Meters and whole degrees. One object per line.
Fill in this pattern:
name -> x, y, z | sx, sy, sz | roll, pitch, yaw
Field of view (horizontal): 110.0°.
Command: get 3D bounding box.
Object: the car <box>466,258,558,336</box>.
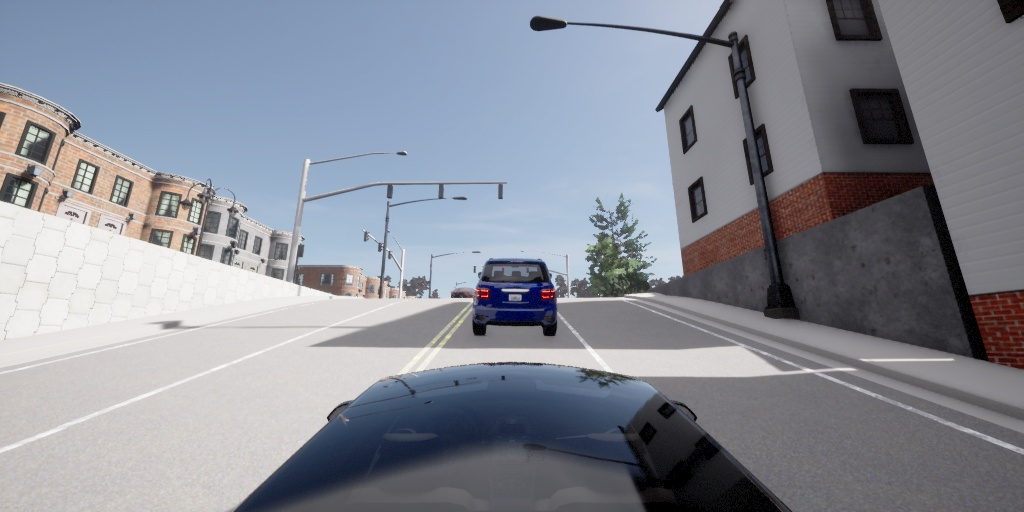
car -> 0.086, 1.097, 11.008 | 2.150, 2.045, 5.566 | 1, -1, 0

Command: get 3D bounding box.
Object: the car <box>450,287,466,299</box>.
car -> -3.617, 3.175, 28.062 | 1.882, 1.535, 5.008 | 0, -14, 0
